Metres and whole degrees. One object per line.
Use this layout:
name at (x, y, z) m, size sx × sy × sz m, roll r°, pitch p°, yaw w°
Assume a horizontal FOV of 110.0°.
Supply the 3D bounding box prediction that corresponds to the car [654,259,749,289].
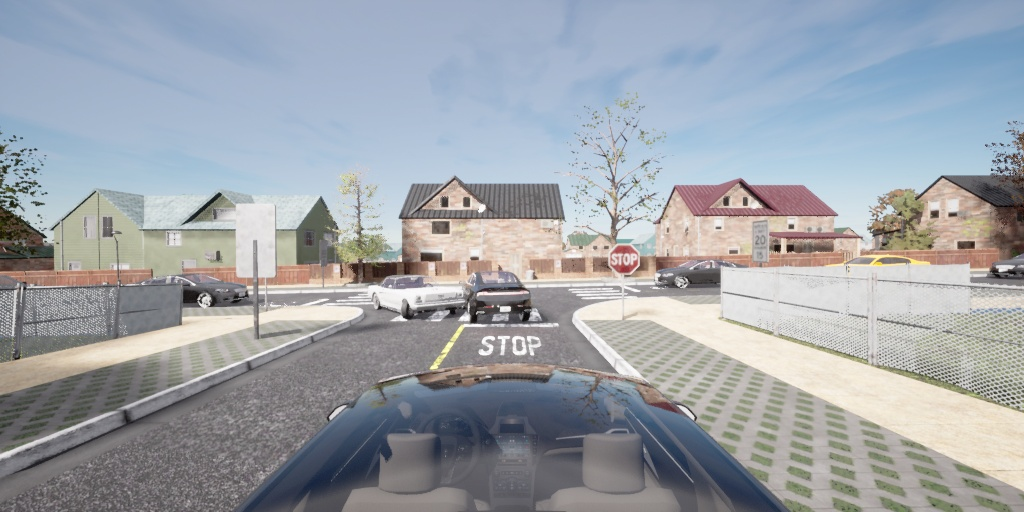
car at (10.328, 0.926, 19.587) m, size 4.902 × 1.511 × 2.128 m, roll -1°, pitch 1°, yaw 0°

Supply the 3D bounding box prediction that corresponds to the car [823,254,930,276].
car at (19.759, 0.690, 19.624) m, size 5.008 × 1.535 × 1.882 m, roll -1°, pitch 1°, yaw -1°

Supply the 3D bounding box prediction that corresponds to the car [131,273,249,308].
car at (-14.904, 1.567, 16.531) m, size 4.902 × 1.511 × 2.128 m, roll -1°, pitch 1°, yaw 0°

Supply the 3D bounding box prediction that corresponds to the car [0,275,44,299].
car at (-24.241, 1.648, 16.489) m, size 4.553 × 1.767 × 2.097 m, roll -1°, pitch 1°, yaw 0°

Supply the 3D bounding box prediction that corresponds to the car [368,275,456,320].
car at (-3.603, 1.368, 13.036) m, size 1.895 × 1.301 × 4.718 m, roll 0°, pitch 0°, yaw -38°

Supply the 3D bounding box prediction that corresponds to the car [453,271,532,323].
car at (-0.687, 1.243, 12.177) m, size 2.128 × 1.511 × 4.902 m, roll 0°, pitch 0°, yaw -12°

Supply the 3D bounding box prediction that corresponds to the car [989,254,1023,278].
car at (29.383, 0.478, 19.662) m, size 4.902 × 1.511 × 2.128 m, roll -1°, pitch 1°, yaw 0°
